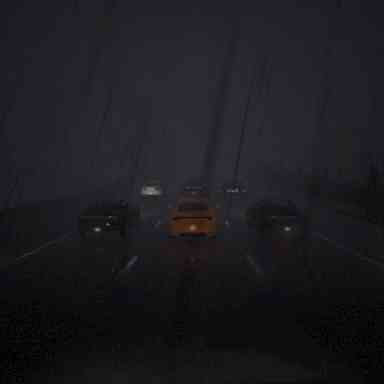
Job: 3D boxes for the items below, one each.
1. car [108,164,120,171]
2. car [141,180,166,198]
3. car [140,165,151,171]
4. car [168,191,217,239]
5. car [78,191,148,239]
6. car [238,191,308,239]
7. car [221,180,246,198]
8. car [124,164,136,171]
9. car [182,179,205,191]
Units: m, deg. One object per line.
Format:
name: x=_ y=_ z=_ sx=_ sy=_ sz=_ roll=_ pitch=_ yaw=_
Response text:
car: x=-17.131 y=-5.318 z=73.089 sx=1.812 sy=1.442 sz=4.674 roll=0 pitch=7 yaw=0
car: x=-3.376 y=-0.348 z=29.458 sx=1.812 sy=1.442 sz=4.674 roll=0 pitch=6 yaw=0
car: x=-10.131 y=-5.289 z=73.052 sx=1.994 sy=1.385 sz=4.181 roll=0 pitch=7 yaw=0
car: x=0.041 y=0.994 z=14.584 sx=1.882 sy=1.535 sz=5.008 roll=0 pitch=4 yaw=0
car: x=-3.459 y=1.005 z=14.607 sx=2.128 sy=1.511 sz=4.902 roll=0 pitch=4 yaw=0
car: x=3.541 y=1.006 z=14.568 sx=2.128 sy=1.511 sz=4.902 roll=0 pitch=4 yaw=0
car: x=3.623 y=-0.318 z=29.422 sx=2.033 sy=1.411 sz=5.357 roll=0 pitch=6 yaw=0
car: x=-13.631 y=-5.341 z=73.066 sx=1.837 sy=1.490 sz=4.892 roll=0 pitch=7 yaw=0
car: x=0.125 y=-0.401 z=29.573 sx=2.128 sy=1.511 sz=4.902 roll=0 pitch=7 yaw=0
